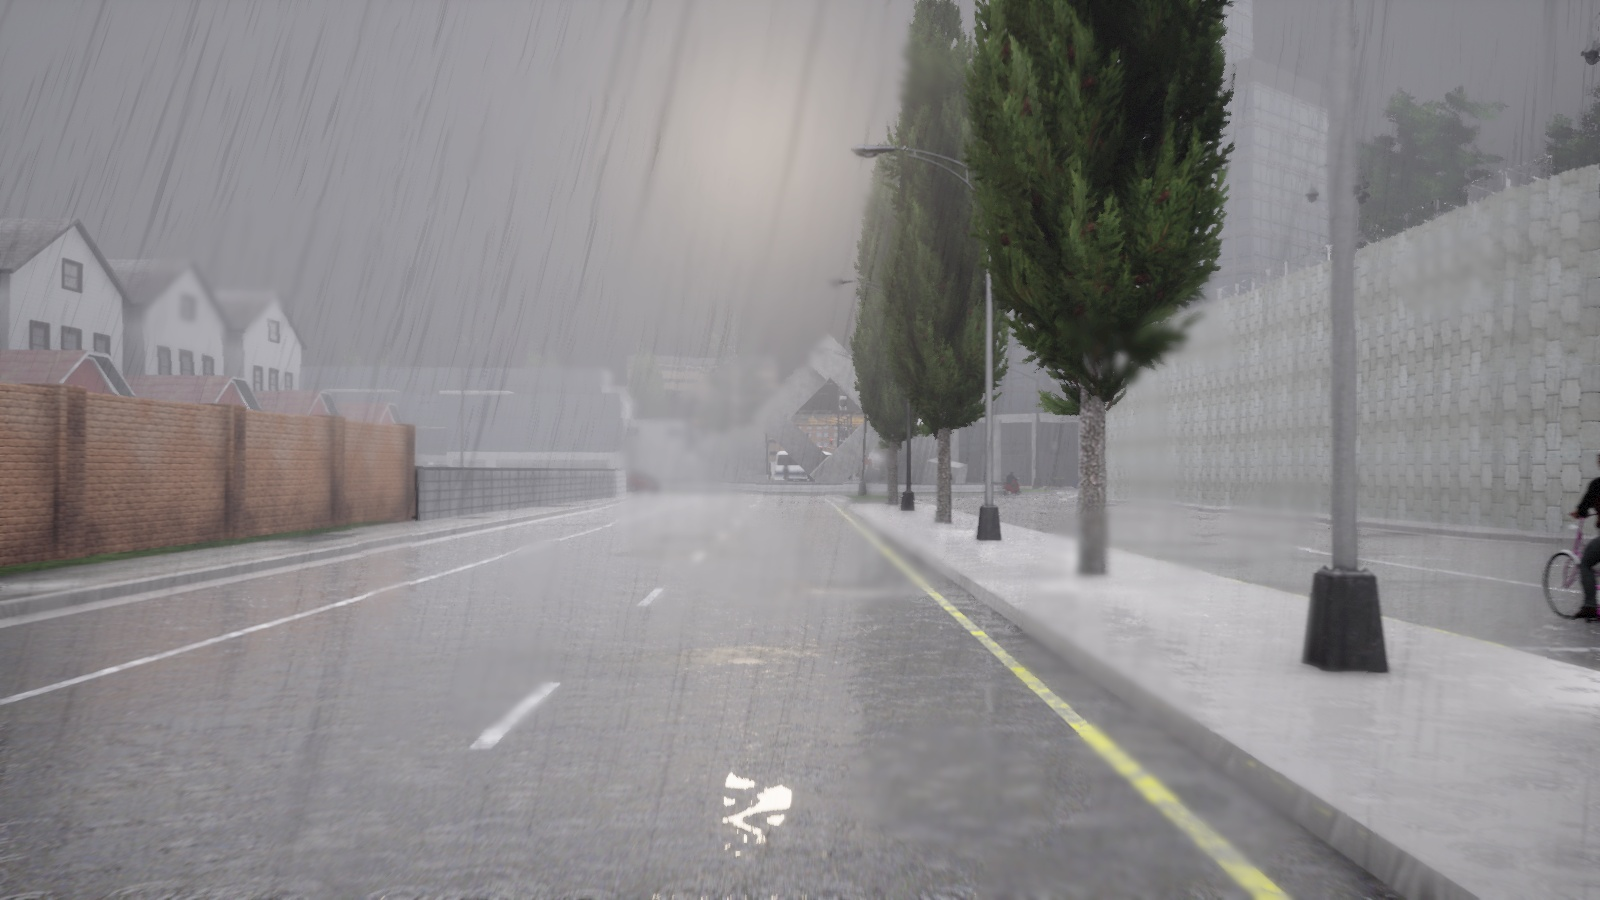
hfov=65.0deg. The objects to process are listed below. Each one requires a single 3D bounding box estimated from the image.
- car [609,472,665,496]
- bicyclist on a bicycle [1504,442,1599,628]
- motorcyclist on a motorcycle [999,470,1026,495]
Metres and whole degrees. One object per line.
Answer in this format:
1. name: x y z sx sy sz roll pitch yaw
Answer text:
1. car: -10.789 2.225 82.965 1.789 1.549 3.705 1 -1 -45
2. bicyclist on a bicycle: 7.966 0.822 12.659 0.659 1.776 1.843 -1 -1 0
3. motorcyclist on a motorcycle: 13.736 2.071 81.119 1.817 1.590 0.866 1 -1 -45
